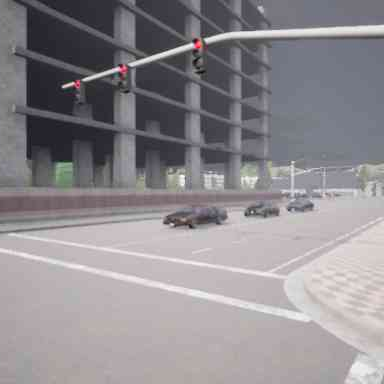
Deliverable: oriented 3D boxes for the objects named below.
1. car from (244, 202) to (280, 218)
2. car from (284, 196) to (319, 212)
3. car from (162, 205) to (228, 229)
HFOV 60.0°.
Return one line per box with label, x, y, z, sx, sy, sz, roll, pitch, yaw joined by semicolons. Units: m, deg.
car;6.307;1.552;29.902;1.994;1.385;4.181;0;0;37
car;12.593;1.533;38.456;2.033;1.411;5.357;0;0;36
car;0.398;1.539;21.872;2.033;1.411;5.357;0;0;36
